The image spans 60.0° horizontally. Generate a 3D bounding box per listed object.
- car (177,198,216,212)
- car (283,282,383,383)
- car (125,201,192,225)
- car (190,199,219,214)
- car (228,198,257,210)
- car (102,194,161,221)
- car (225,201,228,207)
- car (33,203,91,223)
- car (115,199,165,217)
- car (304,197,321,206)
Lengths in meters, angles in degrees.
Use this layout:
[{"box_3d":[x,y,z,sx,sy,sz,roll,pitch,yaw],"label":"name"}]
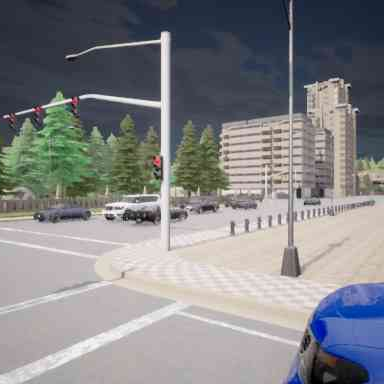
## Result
[{"box_3d":[0.665,1.547,40.714,2.033,1.411,5.357,0,0,36],"label":"car"},{"box_3d":[3.316,1.221,1.601,5.566,2.045,2.150,0,0,36],"label":"car"},{"box_3d":[-2.285,1.601,24.104,1.895,1.301,4.718,0,0,35],"label":"car"},{"box_3d":[1.082,1.492,35.271,2.128,1.511,4.902,0,0,36],"label":"car"},{"box_3d":[6.909,1.564,43.412,1.994,1.385,4.181,0,0,36],"label":"car"},{"box_3d":[-4.683,1.221,27.192,2.150,2.045,5.566,0,0,35],"label":"car"},{"box_3d":[6.491,1.564,48.822,1.994,1.385,4.181,0,0,36],"label":"car"},{"box_3d":[-9.977,1.564,25.799,1.994,1.385,4.181,0,0,36],"label":"car"},{"box_3d":[-5.012,1.491,32.758,2.128,1.511,4.902,0,0,35],"label":"car"},{"box_3d":[20.195,1.564,55.706,1.994,1.385,4.181,0,0,35],"label":"car"}]
